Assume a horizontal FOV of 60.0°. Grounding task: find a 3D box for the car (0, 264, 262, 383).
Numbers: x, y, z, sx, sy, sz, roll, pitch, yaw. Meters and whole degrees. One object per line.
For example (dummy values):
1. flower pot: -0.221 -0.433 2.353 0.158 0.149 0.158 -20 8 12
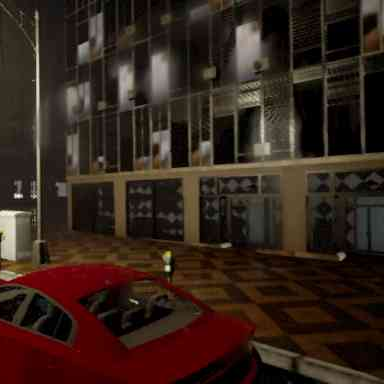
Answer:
1. car: -1.448 1.535 3.883 4.507 1.381 1.887 0 -1 36
